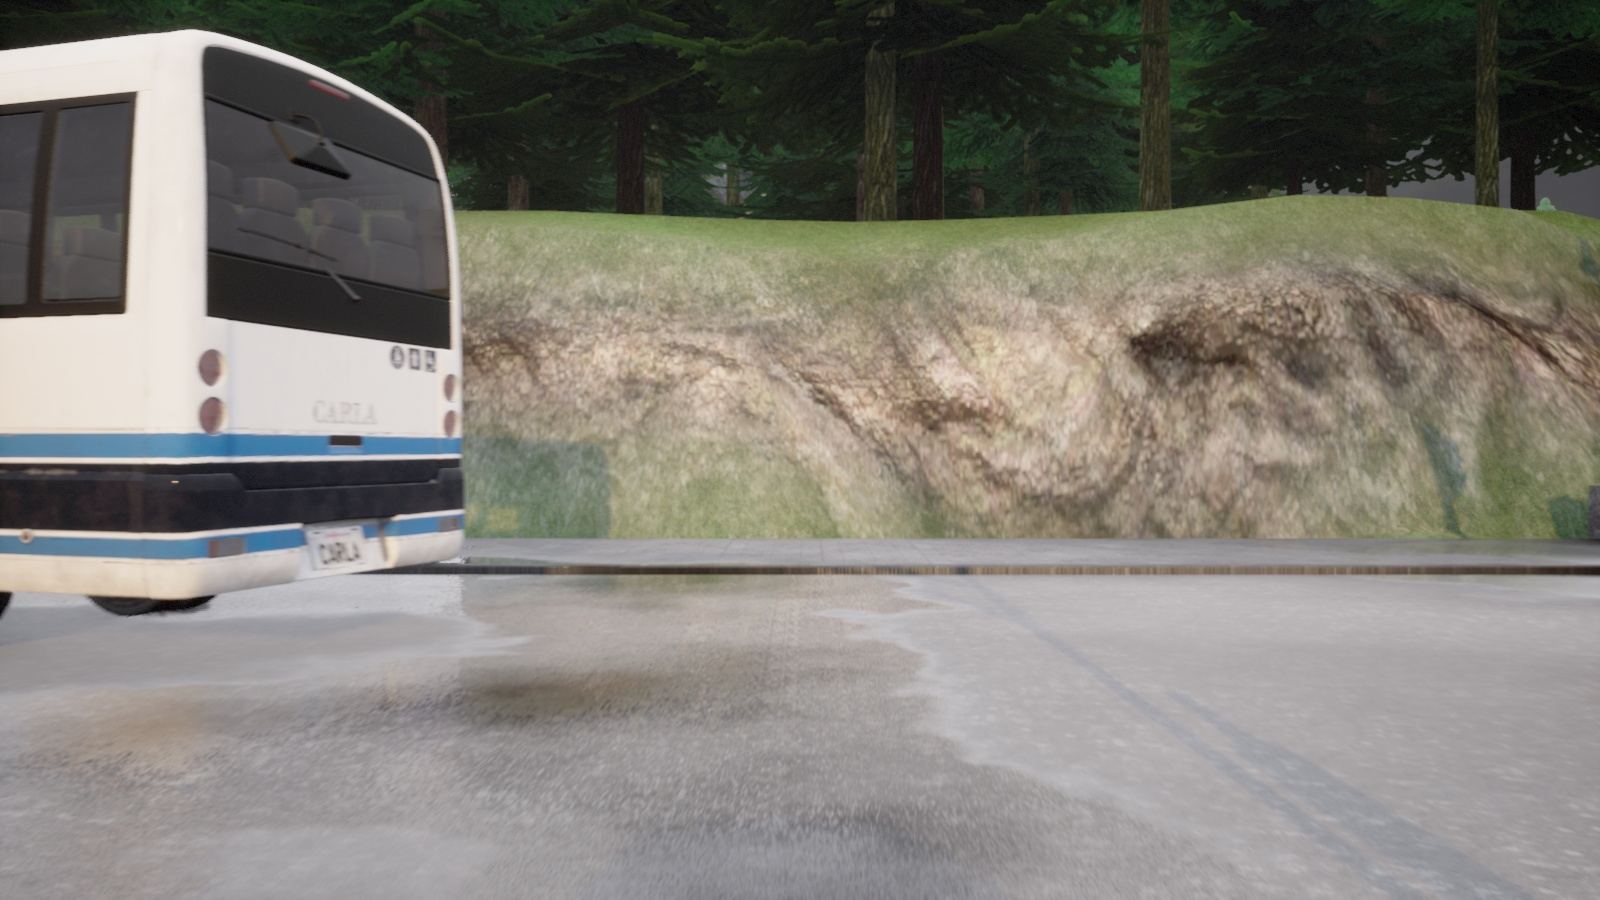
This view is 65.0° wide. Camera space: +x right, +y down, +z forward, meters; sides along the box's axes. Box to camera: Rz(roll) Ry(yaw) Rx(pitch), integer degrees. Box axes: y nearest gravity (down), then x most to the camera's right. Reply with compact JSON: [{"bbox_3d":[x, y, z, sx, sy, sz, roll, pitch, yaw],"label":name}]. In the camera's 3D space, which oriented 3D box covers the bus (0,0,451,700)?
[{"bbox_3d":[-8.549,-0.700,10.593,10.273,4.253,3.944,0,0,17],"label":"bus"}]
